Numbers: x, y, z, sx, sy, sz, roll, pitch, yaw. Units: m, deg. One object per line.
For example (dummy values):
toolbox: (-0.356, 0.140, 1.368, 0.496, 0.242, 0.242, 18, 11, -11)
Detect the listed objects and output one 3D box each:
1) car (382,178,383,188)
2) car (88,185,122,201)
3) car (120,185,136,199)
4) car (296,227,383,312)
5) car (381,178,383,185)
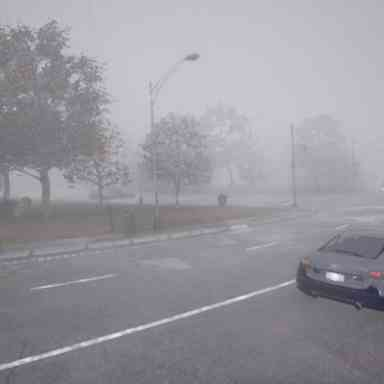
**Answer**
car: (34.806, -1.505, 58.739, 1.994, 1.385, 4.181, -2, 2, 29)
car: (-13.075, 0.309, 48.522, 4.553, 1.767, 2.097, 2, 4, 32)
car: (-11.303, -0.020, 51.522, 5.566, 2.045, 2.150, 2, 4, 32)
car: (4.133, 1.456, 7.270, 4.181, 1.385, 1.994, -2, 1, -39)
car: (42.675, -2.405, 72.967, 1.837, 1.490, 4.892, -2, 2, 29)
